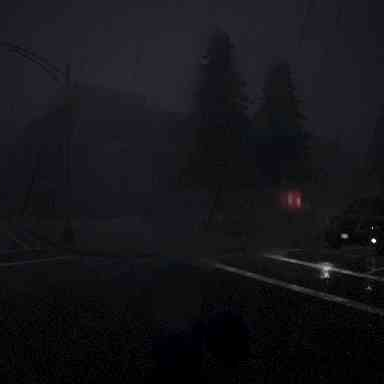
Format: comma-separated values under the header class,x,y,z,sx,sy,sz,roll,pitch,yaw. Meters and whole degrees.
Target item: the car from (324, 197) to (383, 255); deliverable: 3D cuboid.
class,x,y,z,sx,sy,sz,roll,pitch,yaw
car,7.762,1.248,13.710,5.566,2.045,2.150,0,0,-36
